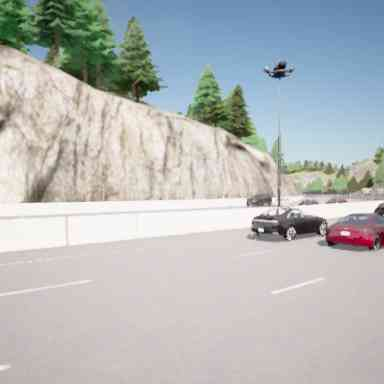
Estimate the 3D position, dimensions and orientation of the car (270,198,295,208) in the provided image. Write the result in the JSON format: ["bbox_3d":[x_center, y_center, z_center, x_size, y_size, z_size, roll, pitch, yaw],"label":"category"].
[{"bbox_3d":[13.717,1.631,50.331,1.812,1.442,4.674,0,0,40],"label":"car"}]

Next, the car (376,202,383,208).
[{"bbox_3d":[16.461,1.564,27.267,4.892,1.490,1.837,-1,0,-45],"label":"car"}]

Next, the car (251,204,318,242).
[{"bbox_3d":[5.019,1.527,16.777,4.902,1.511,2.128,0,0,-40],"label":"car"}]

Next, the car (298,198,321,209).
[{"bbox_3d":[17.472,1.667,49.361,1.994,1.385,4.181,0,0,40],"label":"car"}]

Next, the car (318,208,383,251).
[{"bbox_3d":[7.543,1.594,14.329,4.181,1.385,1.994,0,0,-40],"label":"car"}]

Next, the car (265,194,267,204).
[{"bbox_3d":[10.689,1.330,52.140,2.150,2.045,5.566,0,0,41],"label":"car"}]

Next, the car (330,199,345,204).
[{"bbox_3d":[20.957,1.578,48.072,1.882,1.535,5.008,0,0,40],"label":"car"}]
